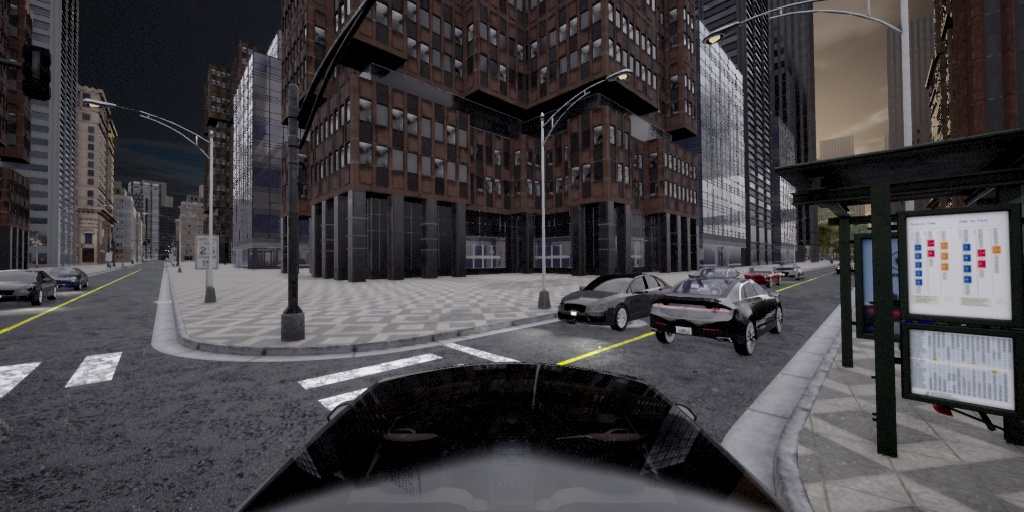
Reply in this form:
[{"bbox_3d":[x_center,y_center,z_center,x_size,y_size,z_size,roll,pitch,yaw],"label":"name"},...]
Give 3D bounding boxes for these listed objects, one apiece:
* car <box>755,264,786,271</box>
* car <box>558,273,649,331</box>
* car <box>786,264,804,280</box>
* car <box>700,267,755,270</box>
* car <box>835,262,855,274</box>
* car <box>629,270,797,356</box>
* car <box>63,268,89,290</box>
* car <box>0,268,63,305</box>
[{"bbox_3d":[16.932,1.413,24.498,4.718,1.301,1.895,0,-1,-44],"label":"car"},{"bbox_3d":[3.477,1.320,11.436,4.892,1.490,1.837,0,-1,-42],"label":"car"},{"bbox_3d":[24.170,1.373,31.462,4.181,1.385,1.994,0,-1,-44],"label":"car"},{"bbox_3d":[10.222,1.305,18.010,4.902,1.511,2.128,0,-1,-44],"label":"car"},{"bbox_3d":[37.459,1.350,39.944,4.718,1.301,1.895,0,-1,-44],"label":"car"},{"bbox_3d":[5.121,1.251,8.753,4.902,1.511,2.128,0,-1,-44],"label":"car"},{"bbox_3d":[-29.624,1.495,23.690,2.033,1.411,5.357,0,-1,-44],"label":"car"},{"bbox_3d":[-22.362,1.399,16.171,1.837,1.490,4.892,0,-1,-44],"label":"car"}]
